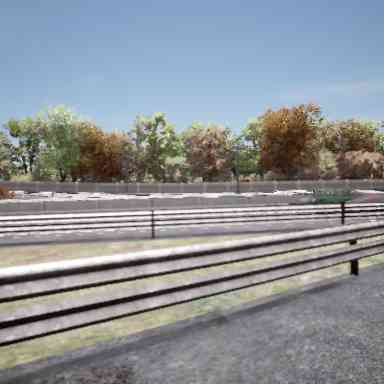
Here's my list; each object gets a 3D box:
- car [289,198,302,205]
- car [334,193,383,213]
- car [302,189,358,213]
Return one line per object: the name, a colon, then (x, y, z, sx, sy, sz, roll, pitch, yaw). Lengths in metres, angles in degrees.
car: (11.539, 1.070, 30.518, 5.357, 1.411, 2.033, -1, 1, -11)
car: (13.133, 1.029, 23.696, 5.008, 1.535, 1.882, -1, 1, -11)
car: (12.330, 0.759, 27.106, 5.566, 2.045, 2.150, -1, 1, -11)
